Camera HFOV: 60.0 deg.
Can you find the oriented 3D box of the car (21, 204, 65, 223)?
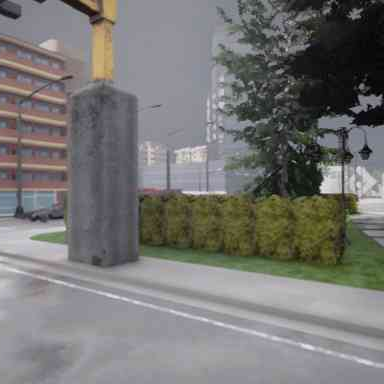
[{"bbox_3d":[-11.176,1.696,27.694,2.033,1.411,5.357,0,0,36],"label":"car"}]
